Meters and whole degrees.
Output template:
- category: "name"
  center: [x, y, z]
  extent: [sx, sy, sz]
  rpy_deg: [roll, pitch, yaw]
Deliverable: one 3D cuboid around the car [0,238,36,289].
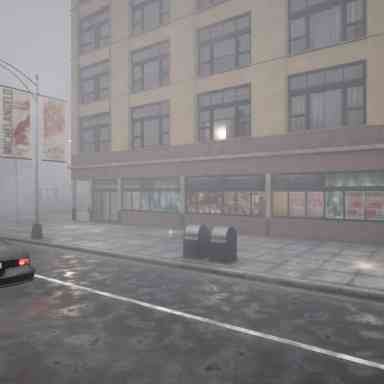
- category: "car"
  center: [-6.000, 1.547, 8.142]
  extent: [5.357, 1.411, 2.033]
  rpy_deg: [0, 0, 35]
